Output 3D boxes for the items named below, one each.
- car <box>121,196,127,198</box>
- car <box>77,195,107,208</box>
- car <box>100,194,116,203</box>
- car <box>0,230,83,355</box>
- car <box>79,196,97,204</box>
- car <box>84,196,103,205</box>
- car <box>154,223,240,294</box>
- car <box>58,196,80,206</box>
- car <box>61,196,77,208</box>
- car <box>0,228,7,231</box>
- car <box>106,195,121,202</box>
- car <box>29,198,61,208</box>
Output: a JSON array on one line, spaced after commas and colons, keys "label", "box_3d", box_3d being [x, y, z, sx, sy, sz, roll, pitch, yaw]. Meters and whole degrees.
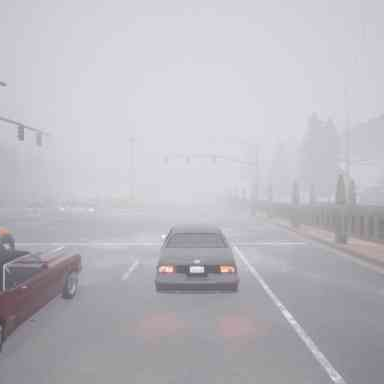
[{"label": "car", "box_3d": [-14.056, 1.491, 67.802, 2.128, 1.511, 4.902, 0, 0, 0]}, {"label": "car", "box_3d": [-14.136, 1.547, 47.286, 2.033, 1.411, 5.357, 0, 0, 0]}, {"label": "car", "box_3d": [-17.556, 1.355, 69.743, 2.097, 1.767, 4.553, 0, 0, 0]}, {"label": "car", "box_3d": [-3.404, 1.601, 5.496, 1.895, 1.301, 4.718, 0, 0, 0]}, {"label": "car", "box_3d": [-21.054, 1.525, 67.609, 2.128, 1.511, 4.902, 0, 0, 0]}, {"label": "car", "box_3d": [-17.612, 1.478, 59.445, 1.882, 1.535, 5.008, 0, 0, 1]}, {"label": "car", "box_3d": [0.093, 1.547, 8.951, 2.033, 1.411, 5.357, 0, 0, 0]}, {"label": "car", "box_3d": [-21.117, 1.478, 57.269, 1.882, 1.535, 5.008, 0, 0, 0]}, {"label": "car", "box_3d": [-17.619, 1.526, 49.410, 1.812, 1.442, 4.674, 0, 0, 0]}, {"label": "car", "box_3d": [-6.907, 1.352, 9.161, 2.097, 1.767, 4.553, 0, 0, 0]}, {"label": "car", "box_3d": [-14.121, 1.601, 57.358, 1.895, 1.301, 4.718, 0, 0, 0]}, {"label": "car", "box_3d": [-21.136, 1.547, 47.398, 2.033, 1.411, 5.357, 0, 0, 0]}]
